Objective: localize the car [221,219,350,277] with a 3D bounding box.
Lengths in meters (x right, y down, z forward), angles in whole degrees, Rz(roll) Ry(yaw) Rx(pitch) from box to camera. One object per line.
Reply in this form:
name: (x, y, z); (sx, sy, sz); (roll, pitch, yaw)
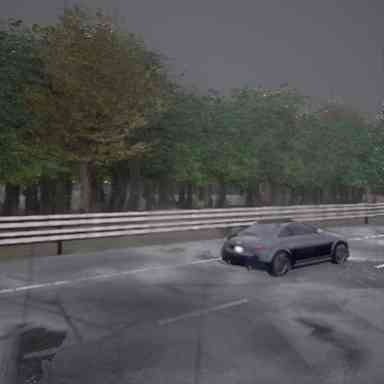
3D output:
car: (2.924, 1.528, 10.159); (4.181, 1.385, 1.994); (0, 0, -35)
